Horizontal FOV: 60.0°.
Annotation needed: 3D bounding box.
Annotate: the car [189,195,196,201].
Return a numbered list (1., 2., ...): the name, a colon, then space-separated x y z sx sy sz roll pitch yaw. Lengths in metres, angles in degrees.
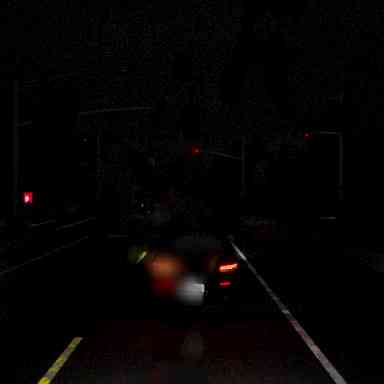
1. car: 0.099 1.525 80.931 2.128 1.511 4.902 0 0 0

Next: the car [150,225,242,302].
1. car: 0.083 1.526 8.137 1.812 1.442 4.674 0 0 0

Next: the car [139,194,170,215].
1. car: -3.874 1.351 33.697 2.097 1.767 4.553 0 0 6

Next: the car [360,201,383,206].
1. car: 15.574 1.528 28.695 5.357 1.411 2.033 0 0 -6

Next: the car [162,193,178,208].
1. car: -3.544 1.213 47.312 2.150 2.045 5.566 0 1 0
